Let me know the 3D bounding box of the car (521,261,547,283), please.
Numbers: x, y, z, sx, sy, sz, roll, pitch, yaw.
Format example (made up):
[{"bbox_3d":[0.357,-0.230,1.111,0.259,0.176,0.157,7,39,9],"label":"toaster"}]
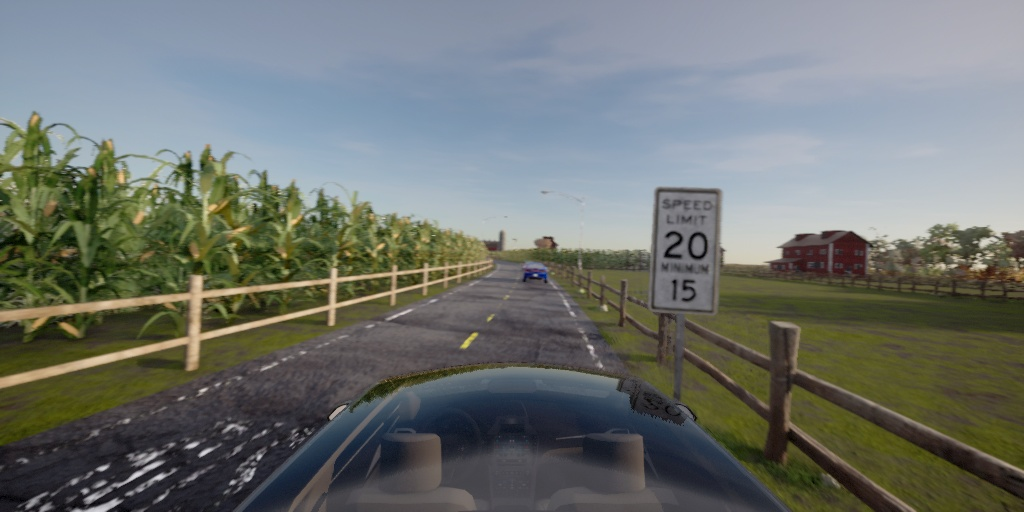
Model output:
[{"bbox_3d":[1.902,1.313,29.772,1.882,1.535,5.008,3,0,2],"label":"car"}]
